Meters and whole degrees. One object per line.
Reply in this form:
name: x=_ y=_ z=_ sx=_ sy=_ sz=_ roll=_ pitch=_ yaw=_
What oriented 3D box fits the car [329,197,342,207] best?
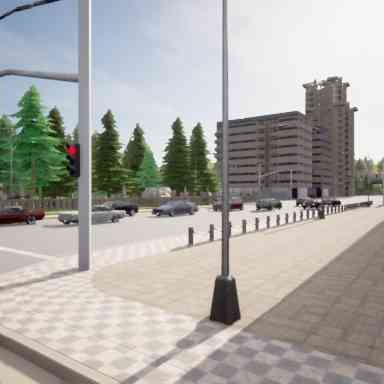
car: x=21.560 y=1.547 z=51.549 sx=2.033 sy=1.411 sz=5.357 roll=0 pitch=0 yaw=38

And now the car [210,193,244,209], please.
car: x=4.983 y=1.220 z=46.571 sx=2.150 sy=2.045 sz=5.566 roll=0 pitch=0 yaw=36

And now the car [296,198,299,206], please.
car: x=17.814 y=1.504 z=52.258 sx=1.837 sy=1.490 sz=4.892 roll=0 pitch=0 yaw=35

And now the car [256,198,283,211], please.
car: x=9.493 y=1.490 z=40.569 sx=2.128 sy=1.511 sz=4.902 roll=0 pitch=0 yaw=35

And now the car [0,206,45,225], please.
car: x=-12.494 y=1.600 z=22.175 sx=1.895 sy=1.301 sz=4.718 roll=0 pitch=0 yaw=37

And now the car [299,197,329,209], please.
car: x=16.030 y=1.600 z=43.718 sx=1.895 sy=1.301 sz=4.718 roll=0 pitch=0 yaw=35

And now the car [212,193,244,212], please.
car: x=4.336 y=1.351 z=39.676 sx=2.097 sy=1.767 sz=4.553 roll=0 pitch=0 yaw=36

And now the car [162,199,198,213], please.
car: x=-1.266 y=1.563 z=37.867 sx=1.994 sy=1.385 sz=4.181 roll=0 pitch=0 yaw=35

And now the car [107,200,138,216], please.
car: x=-7.011 y=1.476 z=29.796 sx=1.882 sy=1.535 sz=5.008 roll=0 pitch=0 yaw=36

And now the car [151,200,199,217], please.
car: x=-1.470 y=1.546 z=31.538 sx=2.033 sy=1.411 sz=5.357 roll=0 pitch=0 yaw=36

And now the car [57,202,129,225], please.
car: x=-7.070 y=1.600 z=23.679 sx=1.895 sy=1.301 sz=4.718 roll=0 pitch=0 yaw=35
